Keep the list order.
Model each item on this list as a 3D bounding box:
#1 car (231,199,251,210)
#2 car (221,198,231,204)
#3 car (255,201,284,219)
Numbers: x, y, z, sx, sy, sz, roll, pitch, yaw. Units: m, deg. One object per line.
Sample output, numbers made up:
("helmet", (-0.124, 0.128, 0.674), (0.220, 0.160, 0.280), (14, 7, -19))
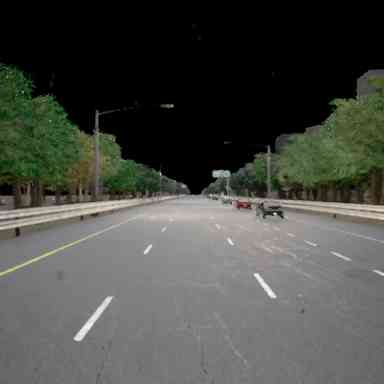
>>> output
("car", (7.116, 1.701, 46.928), (1.882, 1.535, 5.008), (0, -1, 0))
("car", (7.261, 1.947, 70.237), (1.895, 1.301, 4.718), (0, 0, 0))
("car", (7.047, 1.619, 30.553), (1.837, 1.490, 4.892), (0, 0, 0))
